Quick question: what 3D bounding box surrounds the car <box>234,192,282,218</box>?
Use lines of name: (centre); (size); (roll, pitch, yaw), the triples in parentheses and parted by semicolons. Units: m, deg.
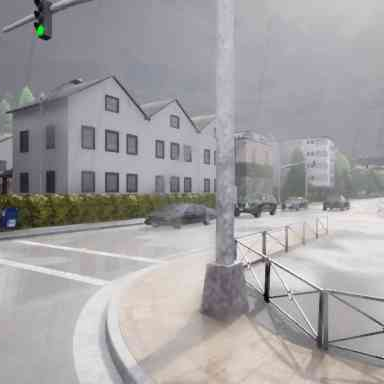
car: (5.476, 1.034, 28.607); (2.150, 2.045, 5.566); (0, 0, 35)

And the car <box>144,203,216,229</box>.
car: (-0.490, 1.360, 20.195); (2.033, 1.411, 5.357); (0, 0, 35)

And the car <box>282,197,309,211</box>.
car: (11.545, 1.304, 37.088); (2.128, 1.511, 4.902); (0, 0, 36)

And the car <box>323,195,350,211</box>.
car: (16.387, 1.164, 37.606); (2.097, 1.767, 4.553); (0, 0, 35)
